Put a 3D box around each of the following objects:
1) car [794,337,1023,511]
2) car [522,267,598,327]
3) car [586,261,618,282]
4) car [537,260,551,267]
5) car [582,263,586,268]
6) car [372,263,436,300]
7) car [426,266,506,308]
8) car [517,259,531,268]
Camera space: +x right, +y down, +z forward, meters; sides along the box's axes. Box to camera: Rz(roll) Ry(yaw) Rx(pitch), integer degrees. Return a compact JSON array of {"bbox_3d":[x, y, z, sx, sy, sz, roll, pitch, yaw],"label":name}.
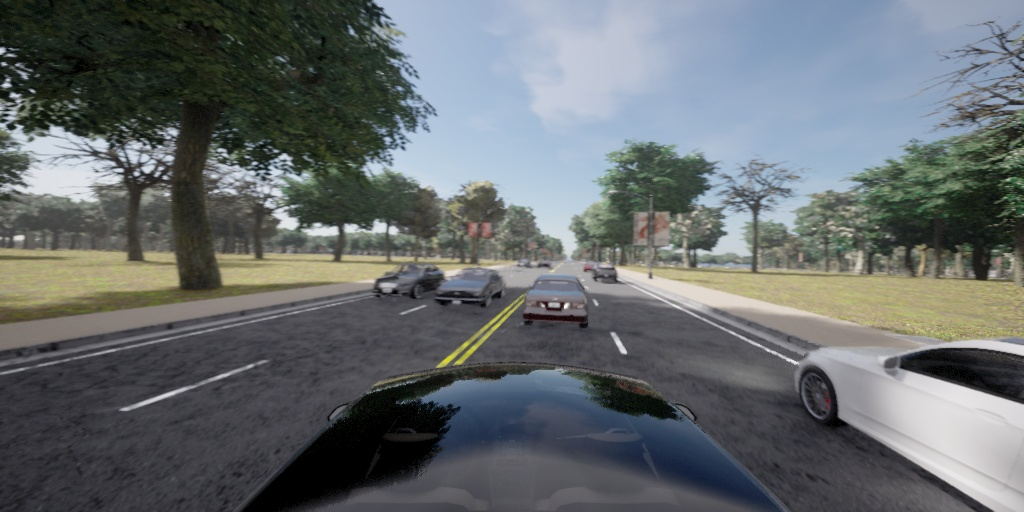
[{"bbox_3d":[4.399,1.368,2.768,1.812,1.442,4.674,1,0,9],"label":"car"},{"bbox_3d":[1.459,1.288,11.590,2.033,1.411,5.357,1,0,9],"label":"car"},{"bbox_3d":[7.600,1.308,29.740,2.128,1.511,4.902,1,0,9],"label":"car"},{"bbox_3d":[4.971,1.330,55.549,1.895,1.301,4.718,1,0,9],"label":"car"},{"bbox_3d":[10.398,1.417,47.378,1.994,1.385,4.181,1,0,9],"label":"car"},{"bbox_3d":[-4.534,1.080,16.553,2.128,1.511,4.902,1,0,9],"label":"car"},{"bbox_3d":[-1.489,1.209,15.015,2.033,1.411,5.357,1,0,9],"label":"car"},{"bbox_3d":[1.973,1.153,57.348,2.128,1.511,4.902,1,0,9],"label":"car"}]
